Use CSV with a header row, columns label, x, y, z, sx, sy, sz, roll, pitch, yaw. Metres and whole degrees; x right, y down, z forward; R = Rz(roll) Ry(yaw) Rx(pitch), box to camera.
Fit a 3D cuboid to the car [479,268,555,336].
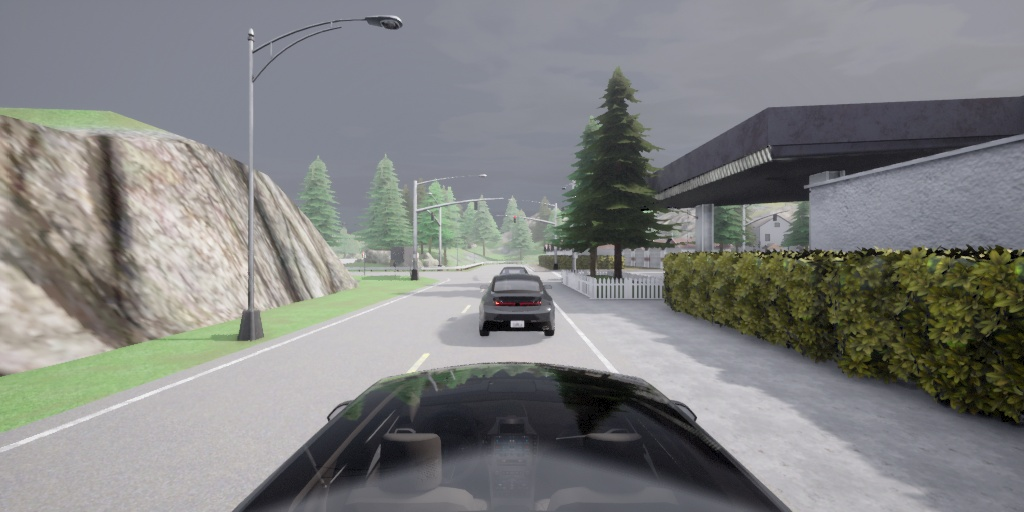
label,x,y,z,sx,sy,sz,roll,pitch,yaw
car,0.123,1.255,10.334,1.837,1.490,4.892,0,0,0
